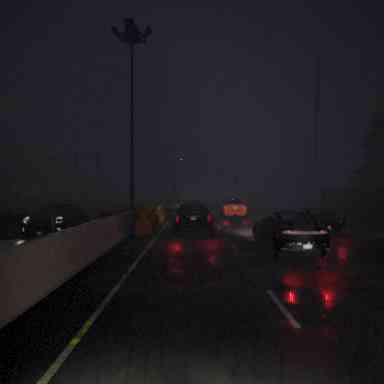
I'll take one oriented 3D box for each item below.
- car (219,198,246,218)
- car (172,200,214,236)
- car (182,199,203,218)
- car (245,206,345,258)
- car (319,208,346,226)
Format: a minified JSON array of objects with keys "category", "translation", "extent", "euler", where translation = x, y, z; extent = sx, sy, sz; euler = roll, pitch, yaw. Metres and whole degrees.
[{"category":"car","translation":[3.537,1.312,29.403],"extent":[2.097,1.767,4.553],"euler":[0,0,0]},{"category":"car","translation":[0.060,1.327,18.450],"extent":[2.097,1.767,4.553],"euler":[0,0,0]},{"category":"car","translation":[0.033,1.464,30.688],"extent":[1.837,1.490,4.892],"euler":[0,0,0]},{"category":"car","translation":[3.570,1.473,12.688],"extent":[2.128,1.511,4.902],"euler":[0,0,0]},{"category":"car","translation":[7.058,1.570,19.460],"extent":[1.895,1.301,4.718],"euler":[0,0,0]}]
